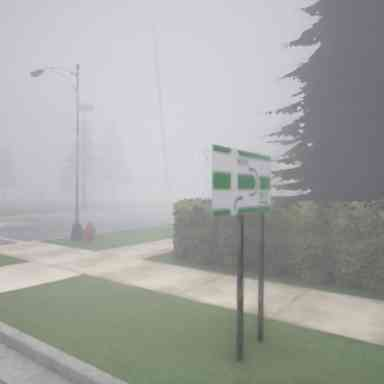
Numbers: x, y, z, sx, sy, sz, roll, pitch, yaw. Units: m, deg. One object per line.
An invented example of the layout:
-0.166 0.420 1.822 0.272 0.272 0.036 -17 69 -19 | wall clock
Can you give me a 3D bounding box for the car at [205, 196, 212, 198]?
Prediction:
3.345 1.288 49.587 1.882 1.535 5.008 1 0 37 | car
